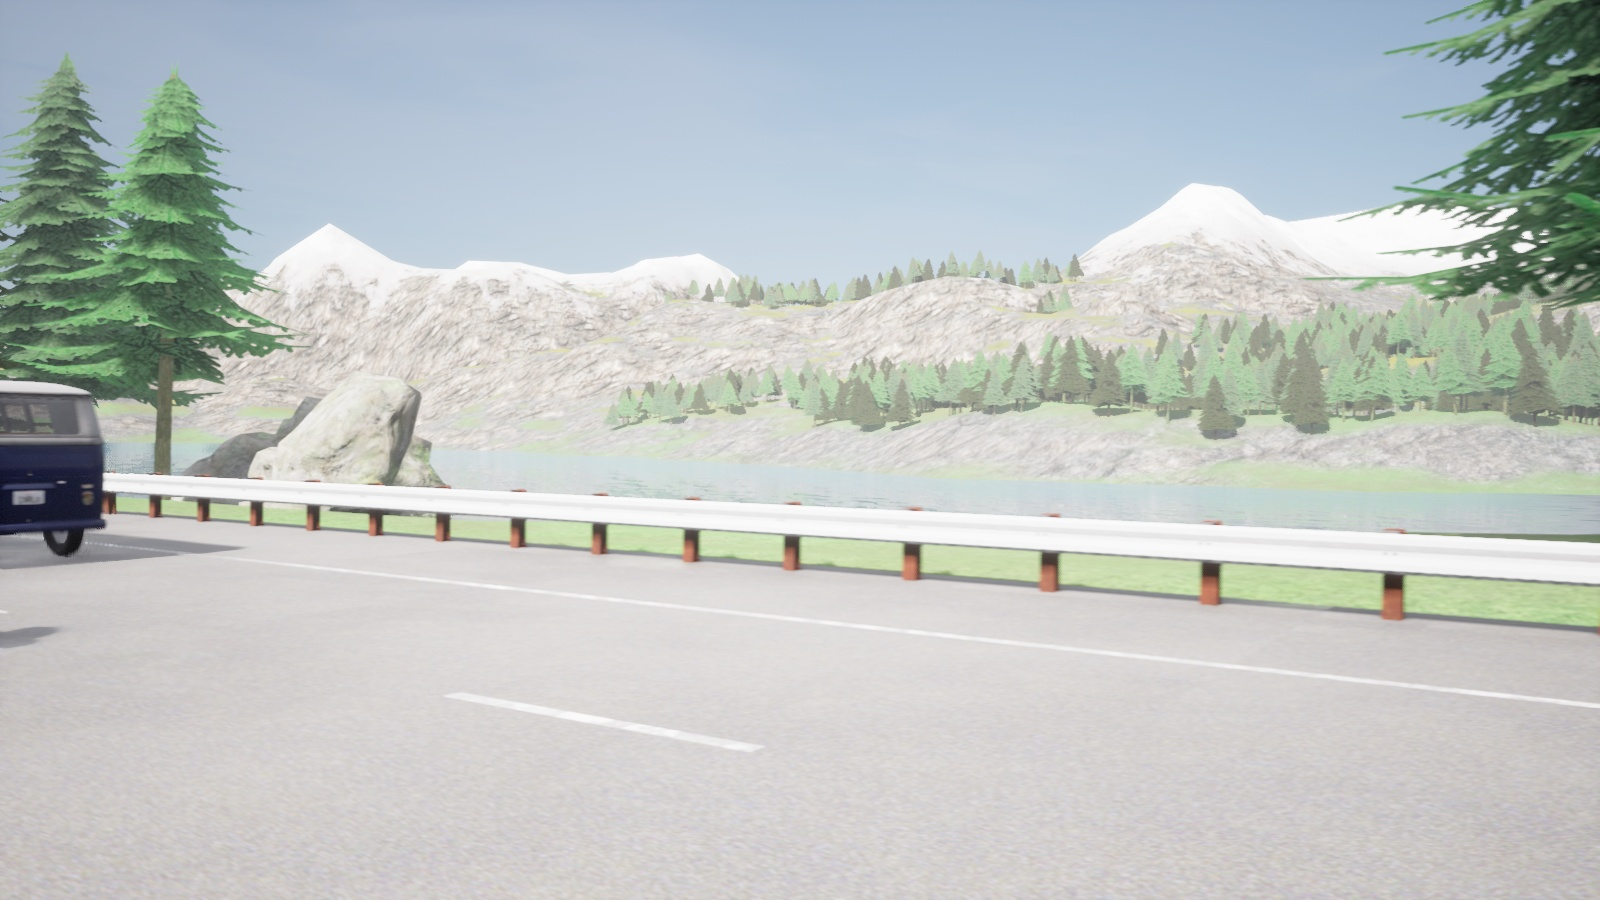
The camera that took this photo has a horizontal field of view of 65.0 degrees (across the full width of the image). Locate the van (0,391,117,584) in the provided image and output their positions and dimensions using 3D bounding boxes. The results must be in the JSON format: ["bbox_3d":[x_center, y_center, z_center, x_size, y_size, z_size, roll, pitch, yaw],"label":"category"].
[{"bbox_3d":[-9.922,0.378,14.406,4.442,1.987,1.775,0,1,34],"label":"van"}]
